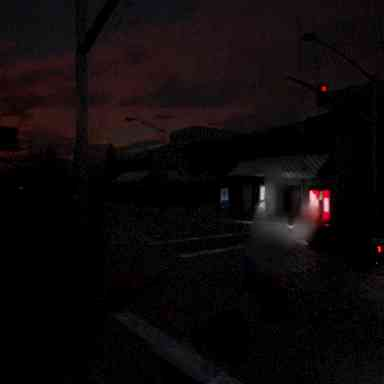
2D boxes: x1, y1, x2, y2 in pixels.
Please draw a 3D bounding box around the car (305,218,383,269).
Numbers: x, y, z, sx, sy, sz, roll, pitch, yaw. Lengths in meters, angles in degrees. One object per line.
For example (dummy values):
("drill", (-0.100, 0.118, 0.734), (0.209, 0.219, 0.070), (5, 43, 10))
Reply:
("car", (5.293, 1.480, 10.642), (1.895, 1.301, 4.718), (0, 0, -1))
